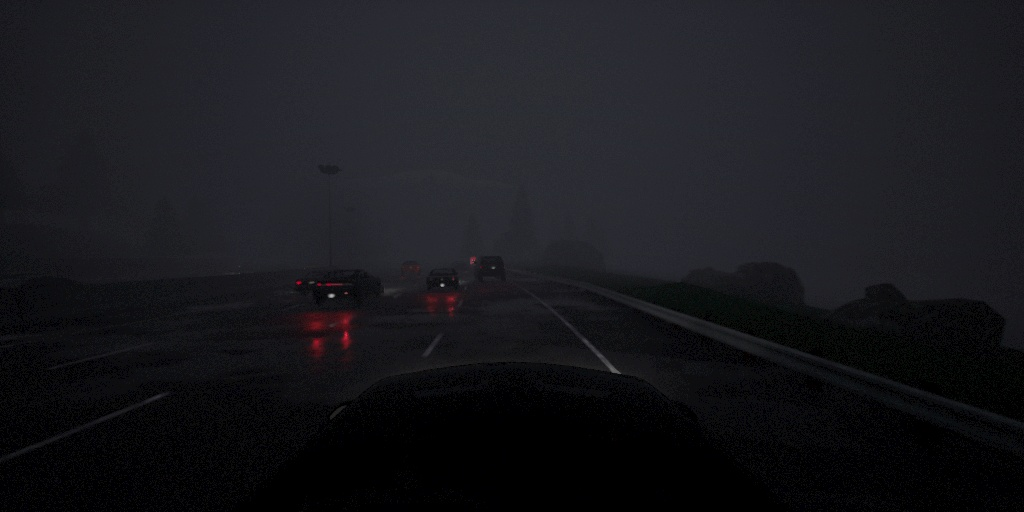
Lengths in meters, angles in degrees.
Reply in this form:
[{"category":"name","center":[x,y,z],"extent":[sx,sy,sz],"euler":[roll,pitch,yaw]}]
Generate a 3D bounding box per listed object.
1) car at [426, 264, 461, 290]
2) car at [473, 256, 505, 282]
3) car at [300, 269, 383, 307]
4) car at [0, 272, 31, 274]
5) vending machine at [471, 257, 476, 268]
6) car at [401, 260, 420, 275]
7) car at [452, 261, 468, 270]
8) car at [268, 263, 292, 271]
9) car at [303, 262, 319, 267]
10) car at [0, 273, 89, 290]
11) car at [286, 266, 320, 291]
[{"category":"car","center":[-4.443,1.429,23.439],"extent":[1.895,1.301,4.718],"euler":[-1,0,-8]},{"category":"car","center":[-1.972,1.014,30.286],"extent":[2.150,2.045,5.566],"euler":[0,0,-11]},{"category":"car","center":[-7.426,1.363,16.637],"extent":[2.128,1.511,4.902],"euler":[-1,0,-6]},{"category":"car","center":[-29.345,1.722,20.766],"extent":[1.837,1.490,4.892],"euler":[-1,0,-8]},{"category":"vending machine","center":[-6.958,1.079,65.097],"extent":[1.100,2.100,0.880],"euler":[0,0,-22]},{"category":"car","center":[-11.966,1.305,42.477],"extent":[2.097,1.767,4.553],"euler":[-1,0,-15]},{"category":"car","center":[-7.989,1.421,53.763],"extent":[1.812,1.442,4.674],"euler":[0,0,-19]},{"category":"car","center":[-33.966,1.862,53.031],"extent":[1.994,1.385,4.181],"euler":[-1,0,-20]},{"category":"car","center":[-31.559,1.738,56.440],"extent":[1.882,1.535,5.008],"euler":[-1,0,-21]},{"category":"car","center":[-21.770,1.621,16.026],"extent":[1.812,1.442,4.674],"euler":[-1,0,-6]},{"category":"car","center":[-11.083,1.478,21.509],"extent":[2.033,1.411,5.357],"euler":[-1,0,-9]}]
